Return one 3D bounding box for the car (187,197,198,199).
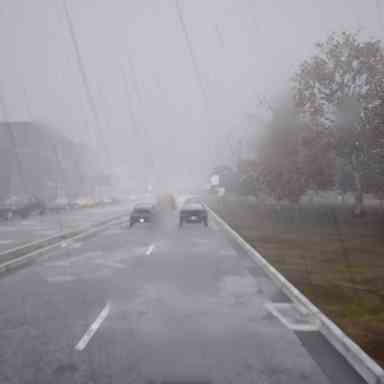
[{"bbox_3d":[0.102,1.374,41.326,2.097,1.767,4.553,0,0,0],"label":"car"}]

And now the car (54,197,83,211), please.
[{"bbox_3d":[-15.169,1.450,39.397,2.231,1.521,4.892,0,0,0],"label":"car"}]

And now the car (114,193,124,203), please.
[{"bbox_3d":[-15.216,1.216,63.002,2.435,2.045,5.566,0,0,0],"label":"car"}]

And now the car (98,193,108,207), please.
[{"bbox_3d":[-15.168,1.333,52.011,2.185,1.767,4.553,0,0,0],"label":"car"}]

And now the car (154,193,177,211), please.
[{"bbox_3d":[-3.149,1.245,42.103,2.150,2.045,5.566,0,0,0],"label":"car"}]

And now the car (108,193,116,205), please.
[{"bbox_3d":[-15.191,1.460,57.320,1.946,1.575,5.366,0,0,0],"label":"car"}]

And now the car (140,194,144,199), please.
[{"bbox_3d":[-15.335,1.363,90.813,2.185,1.767,4.553,0,0,0],"label":"car"}]

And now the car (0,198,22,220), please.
[{"bbox_3d":[-15.048,1.439,24.487,2.231,1.521,4.892,0,0,0],"label":"car"}]

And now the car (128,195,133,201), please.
[{"bbox_3d":[-15.264,1.476,74.212,2.231,1.521,4.892,0,0,0],"label":"car"}]

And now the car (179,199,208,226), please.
[{"bbox_3d":[0.101,1.490,23.592,1.882,1.535,5.008,0,0,0],"label":"car"}]

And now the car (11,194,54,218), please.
[{"bbox_3d":[-15.073,1.191,29.977,2.435,2.045,5.566,0,0,0],"label":"car"}]

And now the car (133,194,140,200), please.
[{"bbox_3d":[-15.313,1.481,85.070,1.946,1.575,5.366,0,0,0],"label":"car"}]

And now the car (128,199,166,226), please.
[{"bbox_3d":[-3.149,1.518,23.322,1.837,1.490,4.892,0,0,0],"label":"car"}]

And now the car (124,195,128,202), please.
[{"bbox_3d":[-15.242,1.472,68.686,2.231,1.521,4.892,0,0,0],"label":"car"}]

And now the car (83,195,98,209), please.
[{"bbox_3d":[-15.143,1.451,46.270,1.946,1.575,5.366,0,0,0],"label":"car"}]
